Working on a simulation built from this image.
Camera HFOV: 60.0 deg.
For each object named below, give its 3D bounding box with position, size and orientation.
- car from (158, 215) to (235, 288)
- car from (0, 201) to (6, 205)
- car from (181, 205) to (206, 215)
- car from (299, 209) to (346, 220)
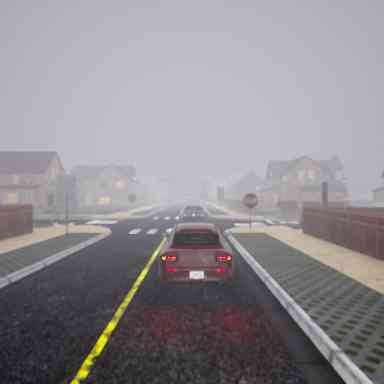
[{"bbox_3d":[0.108,1.596,9.344,1.812,1.442,4.674,0,0,0],"label":"car"},{"bbox_3d":[-15.436,1.356,24.651,5.566,2.045,2.150,0,0,0],"label":"car"},{"bbox_3d":[0.122,1.773,27.061,2.033,1.411,5.357,0,0,0],"label":"car"},{"bbox_3d":[11.109,1.852,27.650,4.181,1.385,1.994,0,0,0],"label":"car"}]
